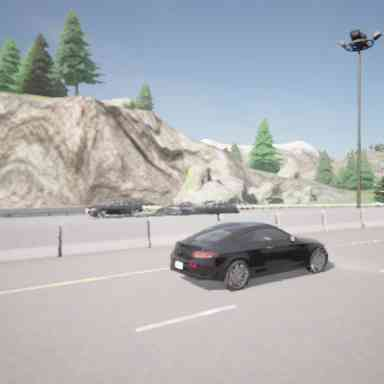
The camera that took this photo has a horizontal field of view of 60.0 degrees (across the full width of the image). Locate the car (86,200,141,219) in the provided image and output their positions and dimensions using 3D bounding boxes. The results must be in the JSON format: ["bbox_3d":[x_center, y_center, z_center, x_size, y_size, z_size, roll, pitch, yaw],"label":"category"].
[{"bbox_3d":[-6.583,1.416,28.684,4.902,1.511,2.128,0,0,-31],"label":"car"}]

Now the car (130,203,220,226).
[{"bbox_3d":[-0.978,1.552,19.854,4.718,1.301,1.895,0,0,-31],"label":"car"}]

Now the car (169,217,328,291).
[{"bbox_3d":[1.629,1.505,8.883,4.674,1.442,1.812,0,0,-33],"label":"car"}]

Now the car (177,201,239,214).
[{"bbox_3d":[1.276,1.432,25.178,4.902,1.511,2.128,0,0,-29],"label":"car"}]

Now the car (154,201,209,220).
[{"bbox_3d":[-0.853,1.495,27.987,4.181,1.385,1.994,0,0,-30],"label":"car"}]
